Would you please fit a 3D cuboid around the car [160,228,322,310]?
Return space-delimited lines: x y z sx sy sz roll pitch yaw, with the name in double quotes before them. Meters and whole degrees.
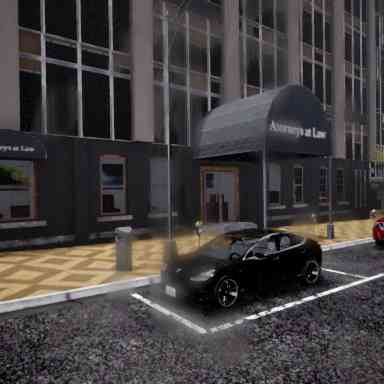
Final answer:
"car" 1.325 1.564 7.805 4.313 1.339 1.947 0 -1 -37

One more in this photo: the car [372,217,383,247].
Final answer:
"car" 9.603 1.310 14.003 5.009 1.841 2.192 0 -1 -37
